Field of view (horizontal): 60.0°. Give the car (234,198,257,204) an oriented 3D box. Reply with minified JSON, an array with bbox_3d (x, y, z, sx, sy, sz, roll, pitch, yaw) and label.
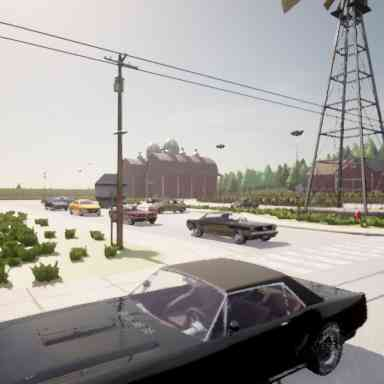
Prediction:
[{"bbox_3d":[7.042,1.574,44.243,3.905,1.438,1.784,0,0,-36],"label":"car"}]

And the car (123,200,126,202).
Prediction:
[{"bbox_3d":[-11.054,1.343,46.243,3.866,1.878,1.905,0,0,-36],"label":"car"}]

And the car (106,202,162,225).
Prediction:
[{"bbox_3d":[-4.371,1.619,24.292,1.895,1.301,4.718,0,0,-36],"label":"car"}]

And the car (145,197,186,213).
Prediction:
[{"bbox_3d":[-2.642,1.537,35.691,4.193,1.474,1.816,0,0,-36],"label":"car"}]

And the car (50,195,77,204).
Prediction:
[{"bbox_3d":[-25.333,1.510,65.789,4.611,1.667,2.242,0,0,-36],"label":"car"}]

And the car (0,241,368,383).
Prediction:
[{"bbox_3d":[0.063,1.605,4.036,4.718,1.301,1.895,0,0,-35],"label":"car"}]

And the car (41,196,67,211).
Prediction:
[{"bbox_3d":[-16.870,1.565,41.256,2.033,1.411,5.357,0,0,-36],"label":"car"}]

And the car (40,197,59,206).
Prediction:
[{"bbox_3d":[-25.167,1.571,58.640,2.033,1.411,5.357,0,0,-36],"label":"car"}]

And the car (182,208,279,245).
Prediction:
[{"bbox_3d":[1.797,1.619,15.969,1.895,1.301,4.718,0,0,-37],"label":"car"}]

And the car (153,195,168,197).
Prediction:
[{"bbox_3d":[-6.362,1.363,62.289,4.605,1.855,1.932,0,0,-36],"label":"car"}]

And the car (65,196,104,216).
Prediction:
[{"bbox_3d":[-10.563,1.495,32.673,1.882,1.535,5.008,0,0,-36],"label":"car"}]
